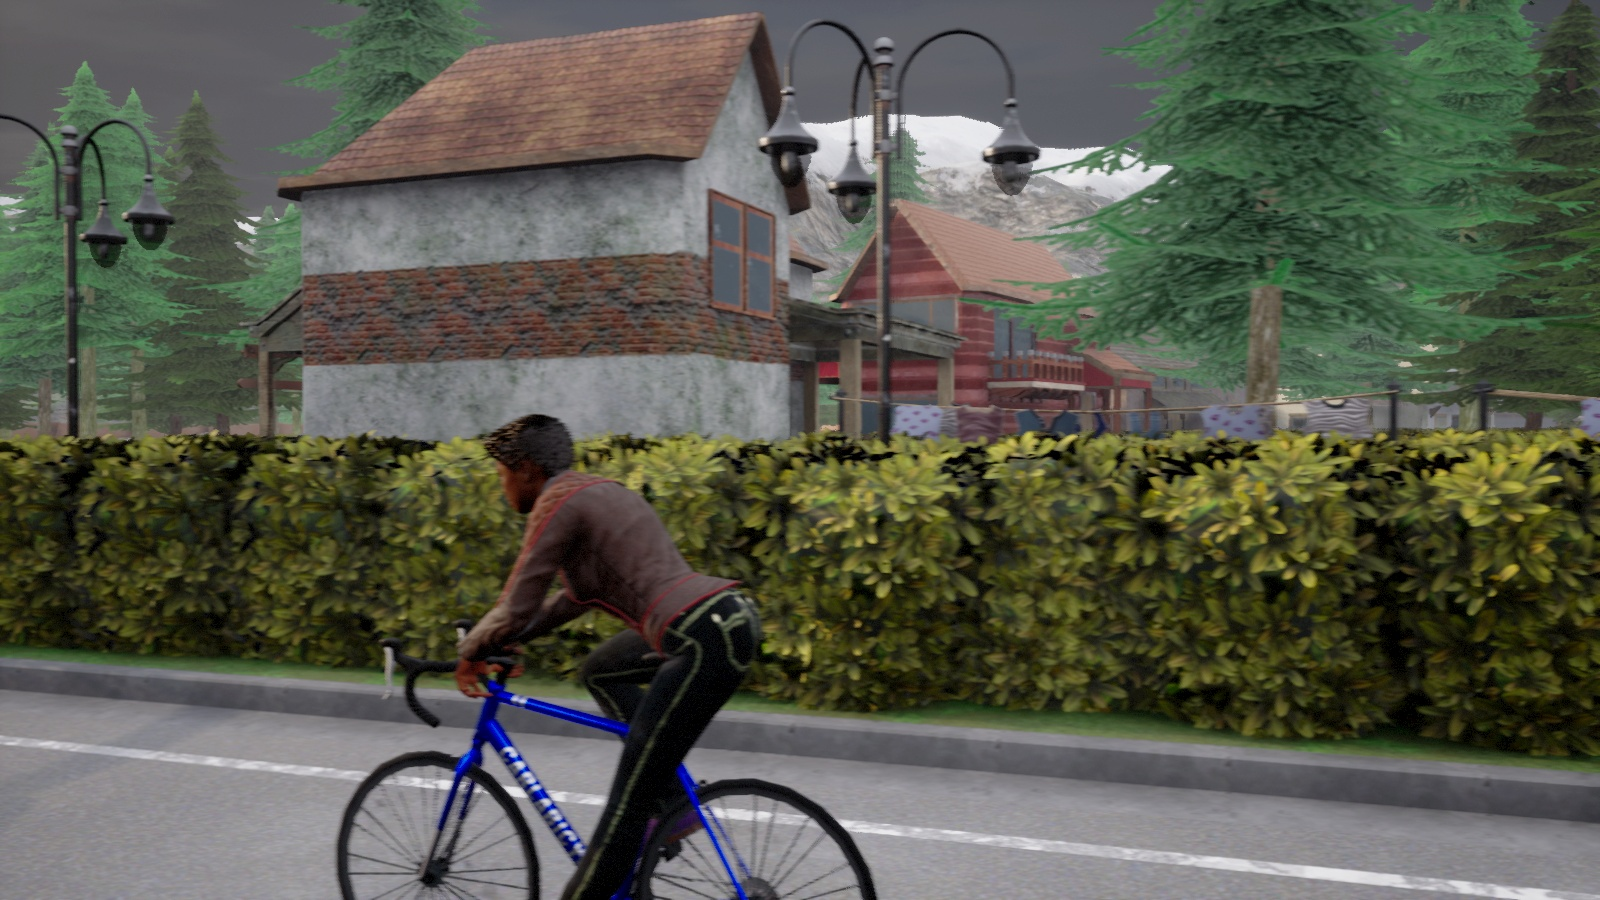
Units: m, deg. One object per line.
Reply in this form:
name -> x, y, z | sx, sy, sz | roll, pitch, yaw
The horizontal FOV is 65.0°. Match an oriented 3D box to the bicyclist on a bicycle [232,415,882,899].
bicyclist on a bicycle -> -0.654, 0.722, 3.413 | 1.656, 1.620, 0.582 | 0, 1, 19
